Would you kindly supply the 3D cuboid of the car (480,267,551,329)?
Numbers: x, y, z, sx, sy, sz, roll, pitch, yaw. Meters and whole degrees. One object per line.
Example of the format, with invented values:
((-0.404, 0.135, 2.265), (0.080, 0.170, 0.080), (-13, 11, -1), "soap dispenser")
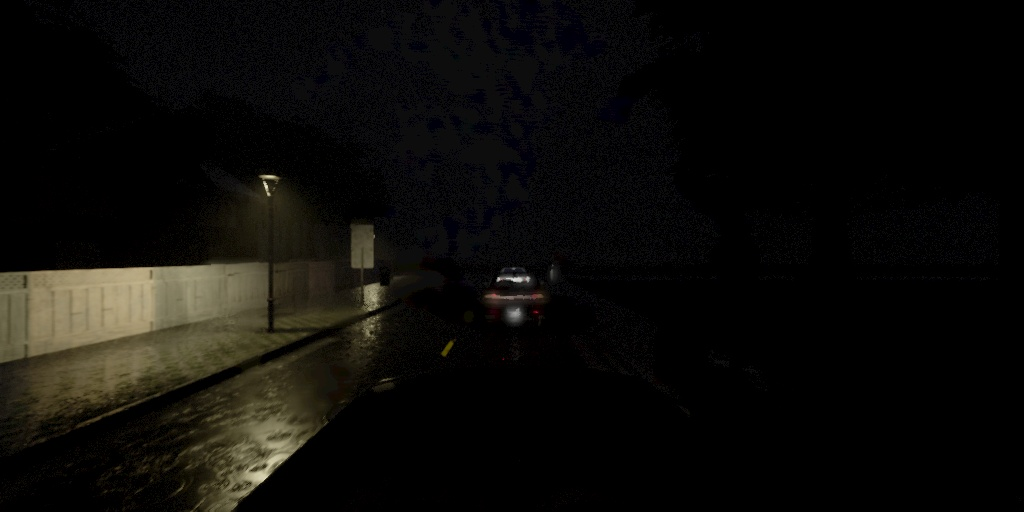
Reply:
((0.089, 1.226, 11.141), (2.128, 1.511, 4.902), (0, 0, 0), "car")
